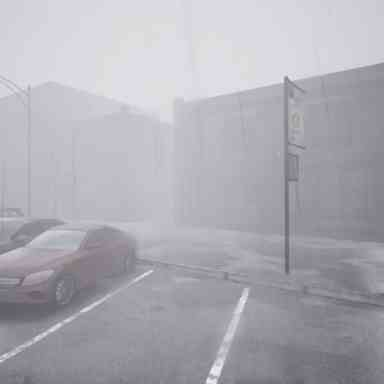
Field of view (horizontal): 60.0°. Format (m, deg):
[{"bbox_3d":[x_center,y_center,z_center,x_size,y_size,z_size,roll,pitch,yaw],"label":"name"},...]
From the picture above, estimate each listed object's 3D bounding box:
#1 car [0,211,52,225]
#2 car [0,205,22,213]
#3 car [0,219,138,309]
[{"bbox_3d":[-5.337,1.517,9.872,2.163,1.488,4.792,1,-1,16],"label":"car"},{"bbox_3d":[-7.756,1.366,11.680,2.185,1.767,4.553,1,-1,16],"label":"car"},{"bbox_3d":[-2.888,1.527,8.154,2.002,1.452,4.674,1,-1,16],"label":"car"}]
